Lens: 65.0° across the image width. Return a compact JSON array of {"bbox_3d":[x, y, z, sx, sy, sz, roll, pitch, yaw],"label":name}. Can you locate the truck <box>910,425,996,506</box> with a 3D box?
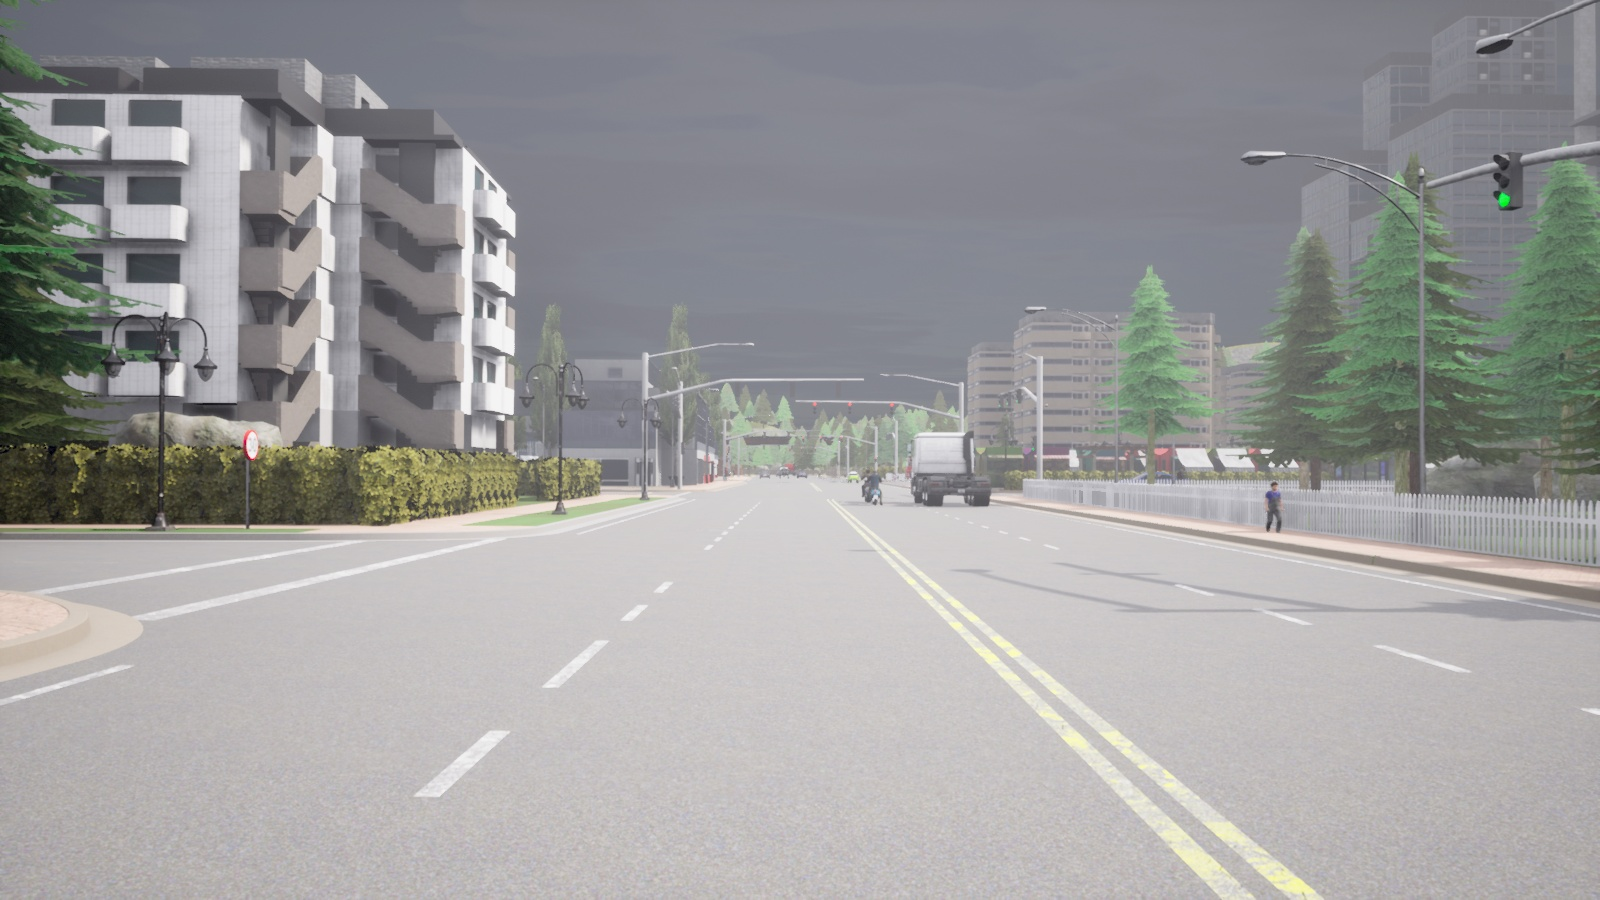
[{"bbox_3d":[6.858,0.719,57.489,2.891,3.462,7.936,0,-1,0],"label":"truck"}]

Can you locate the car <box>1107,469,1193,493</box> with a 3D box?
[{"bbox_3d":[22.622,1.995,81.289,5.008,1.535,1.882,0,-1,-2],"label":"car"}]

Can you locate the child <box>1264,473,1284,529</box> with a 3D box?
[{"bbox_3d":[10.936,1.170,28.974,0.270,1.263,0.437,0,-1,0],"label":"child"}]
